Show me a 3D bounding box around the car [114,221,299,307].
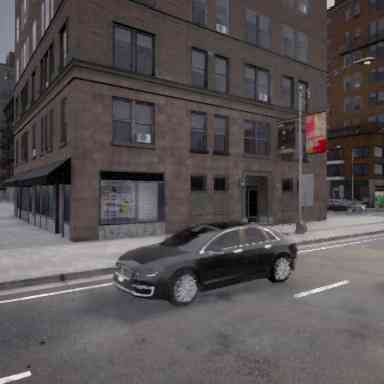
[{"bbox_3d":[0.553,1.507,8.074,4.892,1.490,1.837,1,0,-36],"label":"car"}]

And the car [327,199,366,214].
[{"bbox_3d":[15.641,1.485,34.974,2.128,1.511,4.902,0,0,-35],"label":"car"}]

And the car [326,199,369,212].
[{"bbox_3d":[18.713,1.580,40.134,1.947,1.339,4.313,0,0,-35],"label":"car"}]
